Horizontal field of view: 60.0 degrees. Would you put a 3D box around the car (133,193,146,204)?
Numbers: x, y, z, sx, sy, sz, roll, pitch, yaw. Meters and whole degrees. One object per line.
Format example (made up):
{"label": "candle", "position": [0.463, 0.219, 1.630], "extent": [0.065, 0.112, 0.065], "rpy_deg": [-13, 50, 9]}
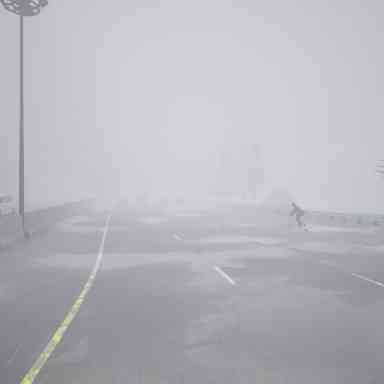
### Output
{"label": "car", "position": [-10.336, 1.221, 65.878], "extent": [2.150, 2.045, 5.566], "rpy_deg": [0, 0, -13]}

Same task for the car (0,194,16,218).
{"label": "car", "position": [-15.565, 1.206, 26.054], "extent": [2.150, 2.045, 5.566], "rpy_deg": [0, 0, -13]}

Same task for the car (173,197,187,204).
{"label": "car", "position": [-2.258, 1.547, 62.003], "extent": [2.033, 1.411, 5.357], "rpy_deg": [0, 0, -12]}

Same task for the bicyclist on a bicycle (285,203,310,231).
{"label": "bicyclist on a bicycle", "position": [6.113, 1.455, 19.391], "extent": [0.582, 1.620, 1.656], "rpy_deg": [0, -2, -41]}

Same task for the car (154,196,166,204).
{"label": "car", "position": [-6.005, 1.547, 62.673], "extent": [2.033, 1.411, 5.357], "rpy_deg": [0, 0, -12]}

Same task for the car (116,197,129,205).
{"label": "car", "position": [-12.291, 1.547, 58.907], "extent": [2.033, 1.411, 5.357], "rpy_deg": [0, 0, -15]}
